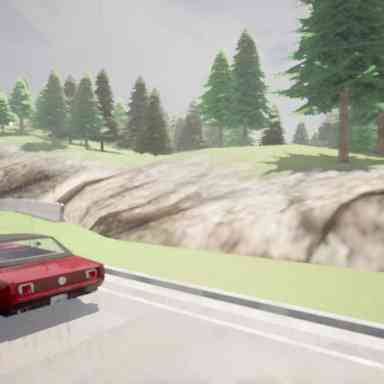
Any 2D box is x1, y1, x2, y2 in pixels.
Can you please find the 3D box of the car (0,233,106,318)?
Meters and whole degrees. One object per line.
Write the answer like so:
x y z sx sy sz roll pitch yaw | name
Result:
-4.032 1.544 7.083 4.718 1.301 1.895 1 0 38 | car
